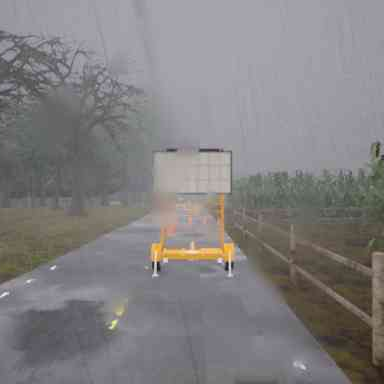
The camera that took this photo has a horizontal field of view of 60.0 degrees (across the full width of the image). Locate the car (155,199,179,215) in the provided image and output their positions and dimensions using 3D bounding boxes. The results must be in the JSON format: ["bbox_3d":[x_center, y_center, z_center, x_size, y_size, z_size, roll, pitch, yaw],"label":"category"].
[{"bbox_3d":[-2.769,1.682,35.290,2.033,1.411,5.357,0,0,0],"label":"car"}]

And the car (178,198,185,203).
[{"bbox_3d":[-2.579,2.019,76.011,1.882,1.535,5.008,0,-1,0],"label":"car"}]

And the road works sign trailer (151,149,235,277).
[{"bbox_3d":[0.023,0.474,10.271,2.380,3.560,2.880,0,0,0],"label":"road works sign trailer"}]
